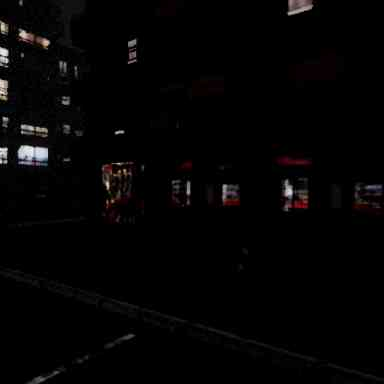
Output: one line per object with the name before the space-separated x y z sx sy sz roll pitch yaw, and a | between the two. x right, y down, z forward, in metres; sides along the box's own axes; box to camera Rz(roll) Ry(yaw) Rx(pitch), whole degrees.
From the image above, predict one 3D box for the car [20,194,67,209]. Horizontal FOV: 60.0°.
car | -14.228 0.883 32.137 1.947 1.339 4.313 2 2 35
